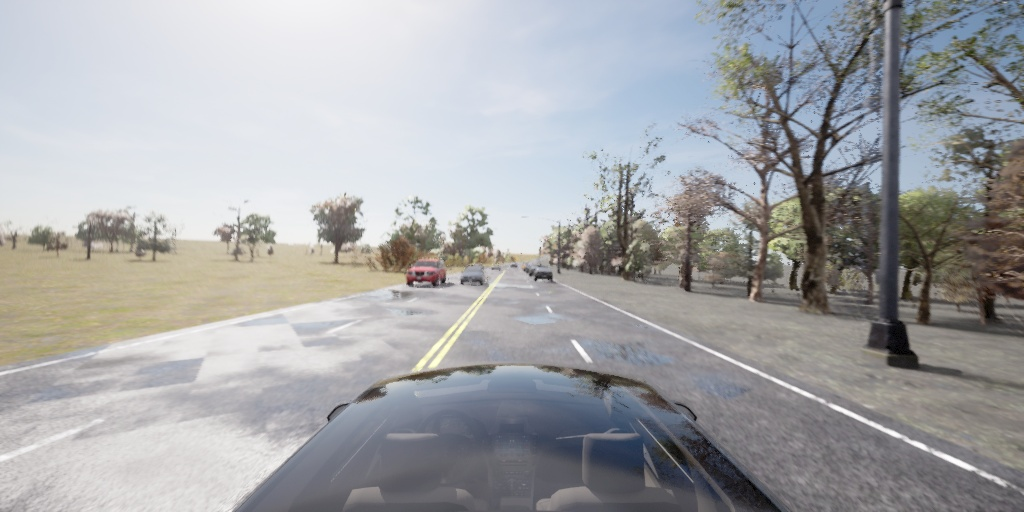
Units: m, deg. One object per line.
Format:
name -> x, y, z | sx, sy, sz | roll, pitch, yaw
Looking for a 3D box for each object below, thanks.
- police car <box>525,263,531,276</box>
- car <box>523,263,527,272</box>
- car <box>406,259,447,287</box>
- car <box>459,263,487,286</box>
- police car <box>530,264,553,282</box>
police car -> 3.337, 2.058, 49.844 | 1.930, 1.638, 5.238 | 3, -1, 0
car -> 3.336, 2.271, 60.728 | 1.882, 1.535, 5.008 | 2, 0, 0
car -> -6.538, 1.254, 28.074 | 2.150, 2.045, 5.566 | 2, -1, 0
car -> -3.328, 1.657, 30.931 | 1.812, 1.442, 4.674 | -1, 0, 0
police car -> 3.310, 1.909, 38.849 | 1.930, 1.638, 5.238 | 2, -1, 0
